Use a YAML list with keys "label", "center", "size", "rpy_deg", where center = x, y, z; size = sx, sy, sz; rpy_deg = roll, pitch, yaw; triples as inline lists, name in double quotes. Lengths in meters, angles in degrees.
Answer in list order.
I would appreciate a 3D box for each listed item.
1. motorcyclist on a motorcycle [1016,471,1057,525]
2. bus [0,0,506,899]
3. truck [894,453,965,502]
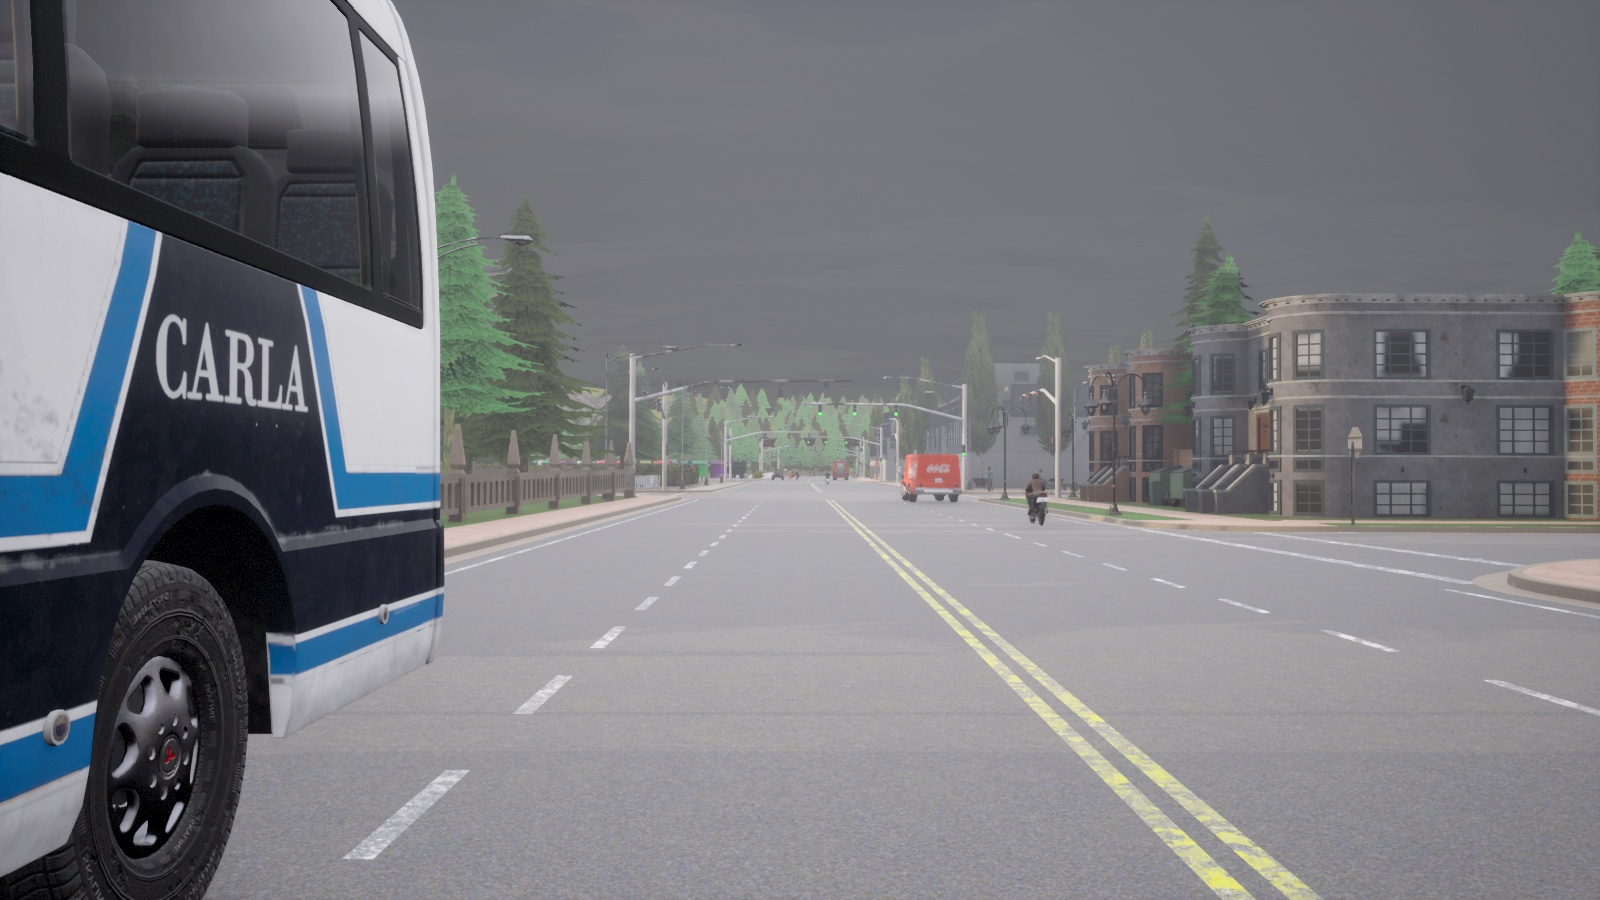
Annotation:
- label: "motorcyclist on a motorcycle"
  center: [6.916, 1.385, 36.745]
  size: [0.797, 1.523, 2.044]
  rpy_deg: [0, -1, 0]
- label: "bus"
  center: [-3.508, -0.523, 1.472]
  size: [3.944, 4.253, 10.273]
  rpy_deg: [0, -1, 0]
- label: "truck"
  center: [6.682, 1.402, 65.428]
  size: [2.627, 2.467, 5.204]
  rpy_deg: [0, -1, -6]
